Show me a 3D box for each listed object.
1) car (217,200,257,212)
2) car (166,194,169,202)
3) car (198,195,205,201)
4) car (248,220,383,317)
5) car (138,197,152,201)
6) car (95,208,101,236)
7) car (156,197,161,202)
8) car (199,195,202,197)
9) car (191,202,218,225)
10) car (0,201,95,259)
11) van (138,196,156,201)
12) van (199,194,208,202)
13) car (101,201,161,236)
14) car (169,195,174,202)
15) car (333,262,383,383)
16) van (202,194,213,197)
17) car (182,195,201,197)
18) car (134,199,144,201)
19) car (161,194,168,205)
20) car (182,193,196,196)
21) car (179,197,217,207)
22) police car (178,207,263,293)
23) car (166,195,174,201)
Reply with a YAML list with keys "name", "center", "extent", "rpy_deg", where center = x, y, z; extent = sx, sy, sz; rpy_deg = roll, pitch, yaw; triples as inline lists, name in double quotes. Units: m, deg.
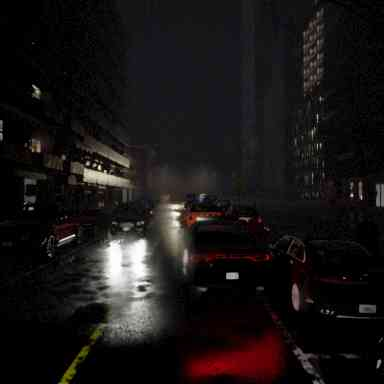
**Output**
- name: "car"
  center: [2.662, 1.445, 18.403]
  extent: [1.967, 1.590, 4.097]
  rpy_deg: [1, 0, 0]
- name: "car"
  center: [-5.817, 1.547, 62.774]
  extent: [1.752, 1.417, 4.829]
  rpy_deg: [1, 0, 0]
- name: "car"
  center: [2.501, 1.563, 90.979]
  extent: [1.752, 1.417, 4.829]
  rpy_deg: [1, 0, 0]
- name: "car"
  center: [2.686, 1.553, 7.264]
  extent: [2.008, 1.369, 4.403]
  rpy_deg: [1, 0, 0]
- name: "car"
  center: [-5.756, 1.561, 35.095]
  extent: [2.008, 1.369, 4.403]
  rpy_deg: [1, 0, 0]
- name: "car"
  center: [-5.719, 1.549, 18.386]
  extent: [1.887, 1.381, 4.507]
  rpy_deg: [1, 0, 0]
- name: "car"
  center: [-5.780, 1.540, 46.065]
  extent: [1.752, 1.417, 4.829]
  rpy_deg: [1, 0, 0]
- name: "car"
  center: [2.575, 1.601, 57.391]
  extent: [1.802, 1.307, 4.206]
  rpy_deg: [1, 0, 0]
- name: "car"
  center: [0.845, 1.532, 24.947]
  extent: [1.812, 1.442, 4.674]
  rpy_deg: [0, 0, 0]
- name: "car"
  center: [-5.703, 1.318, 12.816]
  extent: [2.192, 1.841, 5.009]
  rpy_deg: [1, 0, 0]
- name: "van"
  center: [-5.765, 1.353, 40.666]
  extent: [1.690, 1.788, 3.998]
  rpy_deg: [1, 0, 0]
- name: "van"
  center: [2.541, 1.369, 74.101]
  extent: [1.690, 1.788, 3.998]
  rpy_deg: [1, 0, 0]
- name: "car"
  center: [-3.141, 1.496, 18.318]
  extent: [2.128, 1.511, 4.902]
  rpy_deg: [0, 0, 0]
- name: "car"
  center: [-5.838, 1.343, 74.083]
  extent: [2.192, 1.841, 5.009]
  rpy_deg: [1, 0, 0]
- name: "car"
  center: [2.698, 1.551, 1.696]
  extent: [2.008, 1.369, 4.403]
  rpy_deg: [1, 0, 0]
- name: "van"
  center: [2.603, 1.356, 46.253]
  extent: [1.690, 1.788, 3.998]
  rpy_deg: [1, 0, 0]
- name: "car"
  center: [-0.086, 1.540, 45.842]
  extent: [1.812, 1.442, 4.674]
  rpy_deg: [0, 0, 0]
- name: "car"
  center: [-5.744, 1.574, 29.526]
  extent: [1.947, 1.339, 4.313]
  rpy_deg: [1, 0, 0]
- name: "car"
  center: [-5.805, 1.570, 57.373]
  extent: [2.008, 1.369, 4.403]
  rpy_deg: [1, 0, 0]
- name: "car"
  center: [-0.131, 1.242, 59.446]
  extent: [2.150, 2.045, 5.566]
  rpy_deg: [0, 0, 0]
- name: "car"
  center: [0.485, 1.356, 18.827]
  extent: [2.097, 1.767, 4.553]
  rpy_deg: [0, 0, -7]
- name: "police car"
  center: [0.665, 1.427, 9.043]
  extent: [1.930, 1.638, 5.238]
  rpy_deg: [0, 0, -3]
- name: "car"
  center: [-5.879, 1.583, 90.792]
  extent: [1.887, 1.381, 4.507]
  rpy_deg: [1, 0, 0]
